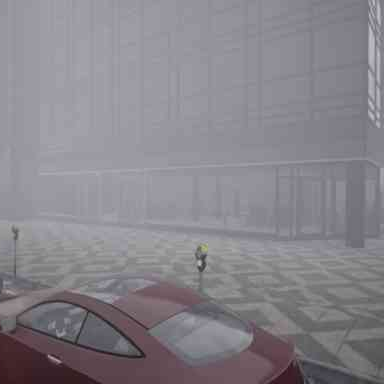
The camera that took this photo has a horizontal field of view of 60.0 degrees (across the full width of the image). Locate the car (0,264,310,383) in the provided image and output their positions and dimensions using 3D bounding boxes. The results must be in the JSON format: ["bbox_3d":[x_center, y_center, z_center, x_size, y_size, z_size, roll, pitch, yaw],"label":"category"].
[{"bbox_3d":[-0.922,1.582,3.625,4.206,1.307,1.802,0,0,36],"label":"car"}]
